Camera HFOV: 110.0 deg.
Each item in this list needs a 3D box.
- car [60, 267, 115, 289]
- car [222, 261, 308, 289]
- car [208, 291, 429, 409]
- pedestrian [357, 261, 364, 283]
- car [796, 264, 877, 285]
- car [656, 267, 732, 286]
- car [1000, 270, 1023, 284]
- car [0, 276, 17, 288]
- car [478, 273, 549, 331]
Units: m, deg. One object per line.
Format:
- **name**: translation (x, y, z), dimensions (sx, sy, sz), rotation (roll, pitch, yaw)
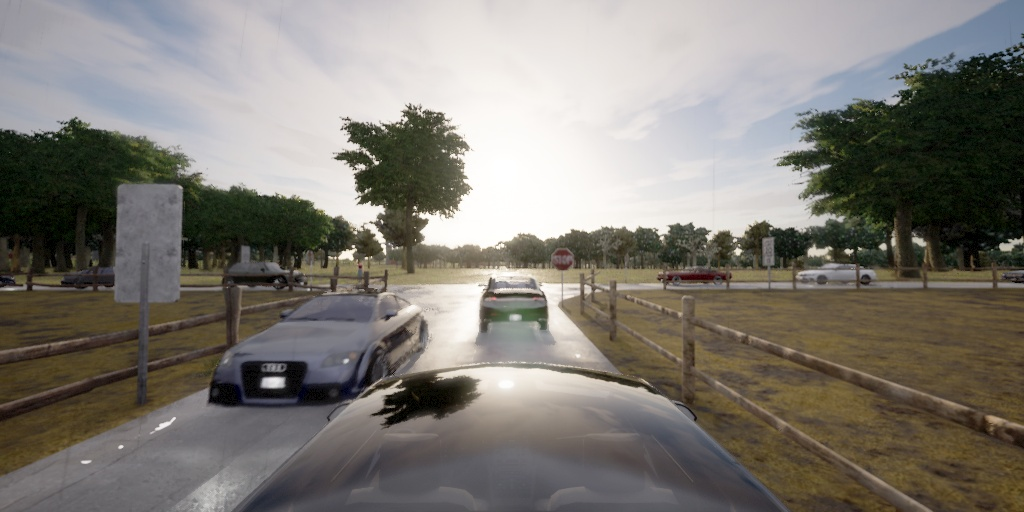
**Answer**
- **car**: translation (-25.052, 1.370, 22.751), dimensions (5.357, 1.411, 2.033), rotation (0, -2, 0)
- **car**: translation (-15.521, 1.176, 22.739), dimensions (4.553, 1.767, 2.097), rotation (0, -2, 1)
- **car**: translation (-2.828, 1.331, 6.265), dimensions (1.994, 1.385, 4.181), rotation (0, 0, 1)
- **pedestrian**: translation (-12.194, 1.258, 28.767), dimensions (0.375, 1.860, 0.375), rotation (0, -2, 0)
- **car**: translation (23.092, 1.294, 25.615), dimensions (4.674, 1.442, 1.812), rotation (0, -2, 4)
- **car**: translation (12.935, 1.421, 25.737), dimensions (4.718, 1.301, 1.895), rotation (0, -2, -1)
- **car**: translation (37.056, 1.212, 24.201), dimensions (5.357, 1.411, 2.033), rotation (0, -2, 10)
- **car**: translation (-35.139, 1.366, 22.730), dimensions (5.357, 1.411, 2.033), rotation (0, -2, 0)
- **car**: translation (-0.024, 1.282, 11.083), dimensions (2.128, 1.511, 4.902), rotation (0, 0, -3)
